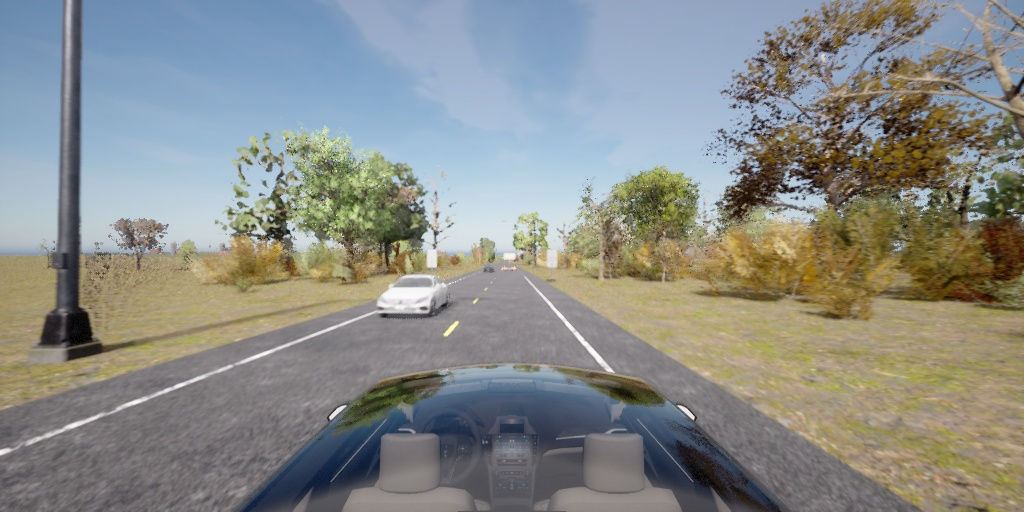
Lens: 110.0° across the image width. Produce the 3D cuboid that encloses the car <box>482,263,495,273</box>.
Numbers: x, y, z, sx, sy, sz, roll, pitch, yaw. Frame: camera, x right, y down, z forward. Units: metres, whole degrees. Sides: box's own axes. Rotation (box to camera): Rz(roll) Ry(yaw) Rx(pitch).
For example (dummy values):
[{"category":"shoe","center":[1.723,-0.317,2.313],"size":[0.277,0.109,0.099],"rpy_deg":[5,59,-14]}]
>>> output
[{"category":"car","center":[-3.906,2.032,61.106],"size":[1.837,1.490,4.892],"rpy_deg":[0,-1,0]}]

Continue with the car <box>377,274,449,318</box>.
[{"category":"car","center":[-3.619,1.435,13.924],"size":[1.812,1.442,4.674],"rpy_deg":[0,-1,0]}]
